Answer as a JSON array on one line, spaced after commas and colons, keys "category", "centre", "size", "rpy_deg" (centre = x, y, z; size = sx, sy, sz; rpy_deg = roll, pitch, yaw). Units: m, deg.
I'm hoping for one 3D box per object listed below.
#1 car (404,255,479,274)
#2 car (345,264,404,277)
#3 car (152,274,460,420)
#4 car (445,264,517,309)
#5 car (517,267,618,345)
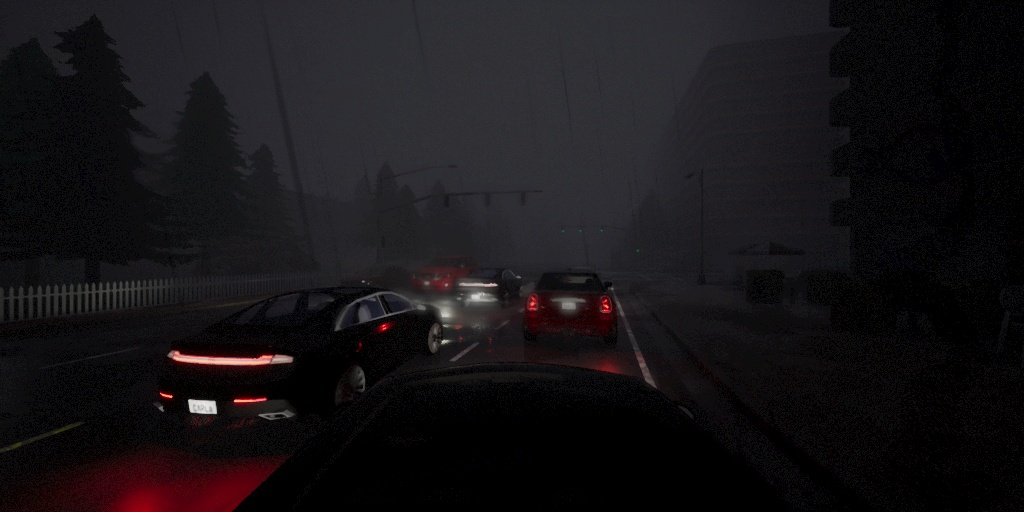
[{"category": "car", "centre": [-3.410, 0.974, 19.855], "size": [2.150, 2.045, 5.566], "rpy_deg": [0, 0, 14]}, {"category": "car", "centre": [-7.121, 1.225, 19.448], "size": [1.882, 1.535, 5.008], "rpy_deg": [0, 0, 14]}, {"category": "car", "centre": [-2.638, 1.241, 5.860], "size": [2.128, 1.511, 4.902], "rpy_deg": [0, 0, 8]}, {"category": "car", "centre": [-0.760, 1.240, 15.104], "size": [2.128, 1.511, 4.902], "rpy_deg": [0, 0, 13]}, {"category": "car", "centre": [1.659, 1.101, 9.852], "size": [2.097, 1.767, 4.553], "rpy_deg": [0, 0, 12]}]
